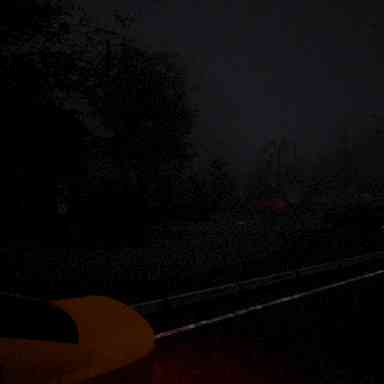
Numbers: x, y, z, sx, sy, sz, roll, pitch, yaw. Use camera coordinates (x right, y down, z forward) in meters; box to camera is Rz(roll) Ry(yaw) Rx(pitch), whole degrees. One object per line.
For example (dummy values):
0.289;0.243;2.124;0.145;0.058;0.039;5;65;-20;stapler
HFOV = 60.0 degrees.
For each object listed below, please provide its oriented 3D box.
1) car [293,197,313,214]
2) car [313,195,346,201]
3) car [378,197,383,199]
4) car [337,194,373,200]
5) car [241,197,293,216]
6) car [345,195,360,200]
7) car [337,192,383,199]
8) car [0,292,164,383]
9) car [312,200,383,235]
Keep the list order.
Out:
8.873;1.347;32.836;2.097;1.535;5.008;0;0;-35;car
13.586;1.341;36.168;2.231;1.521;4.892;0;0;-35;car
16.140;1.345;22.801;1.946;1.575;5.366;0;0;-35;car
18.122;1.362;39.318;2.163;1.488;4.792;0;0;-35;car
6.681;1.225;31.260;2.185;1.767;4.553;0;0;-35;car
15.813;1.366;37.692;2.163;1.488;4.792;0;0;-35;car
20.430;1.078;40.945;2.435;2.045;5.566;0;0;-35;car
-2.558;1.478;1.861;5.008;1.535;1.882;0;0;-36;car
9.299;1.389;17.791;2.163;1.488;4.792;0;0;-35;car
